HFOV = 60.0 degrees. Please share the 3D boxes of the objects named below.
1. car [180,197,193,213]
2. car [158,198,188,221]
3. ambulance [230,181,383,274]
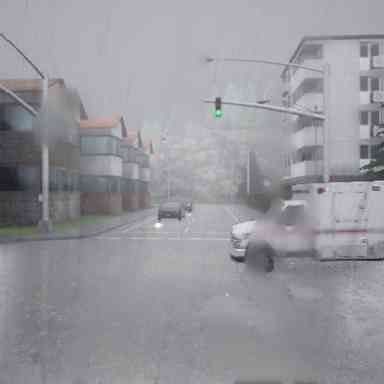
[{"bbox_3d":[-1.016,1.410,38.025,2.097,1.767,4.553,0,0,4],"label":"car"},{"bbox_3d":[-1.663,1.523,28.084,1.882,1.535,5.008,0,0,4],"label":"car"},{"bbox_3d":[4.288,0.954,9.753,6.366,2.431,2.351,-2,0,4],"label":"ambulance"}]
